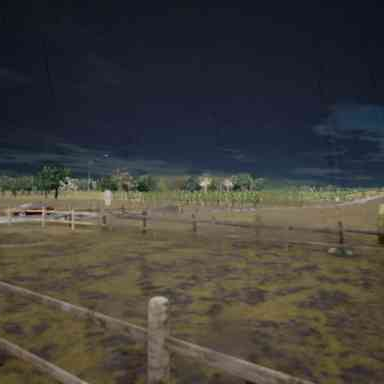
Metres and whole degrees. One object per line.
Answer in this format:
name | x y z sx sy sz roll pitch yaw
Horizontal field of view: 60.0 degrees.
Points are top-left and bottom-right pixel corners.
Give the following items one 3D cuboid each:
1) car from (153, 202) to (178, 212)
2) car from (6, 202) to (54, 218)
car | -4.182 2.412 52.928 1.837 1.490 4.892 1 -1 36
car | -16.805 1.855 35.071 1.882 1.535 5.008 1 -1 35
